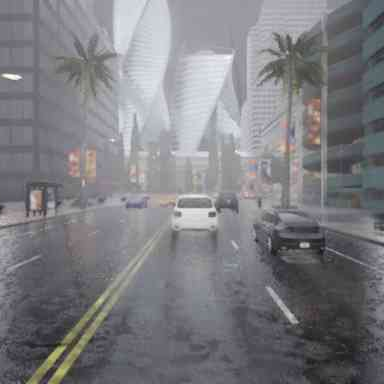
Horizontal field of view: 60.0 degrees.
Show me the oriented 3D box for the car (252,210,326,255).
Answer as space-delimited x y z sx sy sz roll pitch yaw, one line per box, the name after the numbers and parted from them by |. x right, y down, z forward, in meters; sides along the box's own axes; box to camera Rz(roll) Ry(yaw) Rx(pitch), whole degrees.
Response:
3.625 1.456 13.101 1.837 1.490 4.892 0 0 0 | car

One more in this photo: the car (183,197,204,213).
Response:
0.197 1.354 35.428 2.128 1.511 4.902 0 0 1 | car

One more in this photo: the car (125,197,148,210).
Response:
-6.670 1.316 40.343 1.882 1.535 5.008 0 0 4 | car

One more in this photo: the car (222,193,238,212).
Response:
3.696 1.084 35.961 2.150 2.045 5.566 0 0 1 | car

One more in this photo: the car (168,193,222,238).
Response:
0.133 1.154 17.403 2.150 2.045 5.566 0 0 0 | car

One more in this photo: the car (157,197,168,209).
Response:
-3.095 1.315 41.379 1.882 1.535 5.008 0 0 5 | car
